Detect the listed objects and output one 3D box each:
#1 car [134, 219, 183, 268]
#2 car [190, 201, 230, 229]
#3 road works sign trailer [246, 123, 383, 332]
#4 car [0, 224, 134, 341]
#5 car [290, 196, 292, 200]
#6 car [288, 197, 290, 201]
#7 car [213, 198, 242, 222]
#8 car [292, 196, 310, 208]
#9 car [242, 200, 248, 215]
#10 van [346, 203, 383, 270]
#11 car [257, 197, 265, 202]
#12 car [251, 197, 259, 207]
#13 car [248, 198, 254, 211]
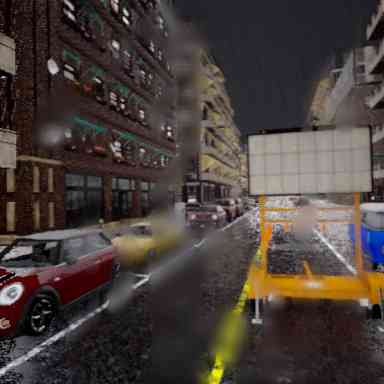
[{"bbox_3d":[-1.681,1.694,12.126,1.752,1.417,4.829,-1,0,15],"label":"car"},{"bbox_3d":[1.191,1.633,23.022,1.967,1.590,4.097,-1,0,15],"label":"car"},{"bbox_3d":[2.403,0.464,6.907,2.380,3.560,2.880,-2,-1,14],"label":"road works sign trailer"},{"bbox_3d":[-3.054,1.597,6.926,1.967,1.590,4.097,-1,0,15],"label":"car"},{"bbox_3d":[18.760,1.558,58.758,1.752,1.417,4.829,-1,0,15],"label":"car"},{"bbox_3d":[25.789,1.525,85.423,1.967,1.590,4.097,-1,0,15],"label":"car"},{"bbox_3d":[2.603,1.519,28.389,2.192,1.841,5.009,-1,0,15],"label":"car"},{"bbox_3d":[15.886,1.451,47.863,1.967,1.590,4.097,-1,0,15],"label":"car"},{"bbox_3d":[4.018,1.531,33.755,2.192,1.841,5.009,-1,0,15],"label":"car"},{"bbox_3d":[5.981,1.271,10.303,1.690,1.788,3.998,-1,0,15],"label":"van"},{"bbox_3d":[18.170,1.906,87.409,1.802,1.307,4.206,-1,0,15],"label":"car"},{"bbox_3d":[9.637,1.785,55.051,1.752,1.417,4.829,-1,0,15],"label":"car"},{"bbox_3d":[6.852,1.820,44.484,1.802,1.307,4.206,-1,0,15],"label":"car"}]
